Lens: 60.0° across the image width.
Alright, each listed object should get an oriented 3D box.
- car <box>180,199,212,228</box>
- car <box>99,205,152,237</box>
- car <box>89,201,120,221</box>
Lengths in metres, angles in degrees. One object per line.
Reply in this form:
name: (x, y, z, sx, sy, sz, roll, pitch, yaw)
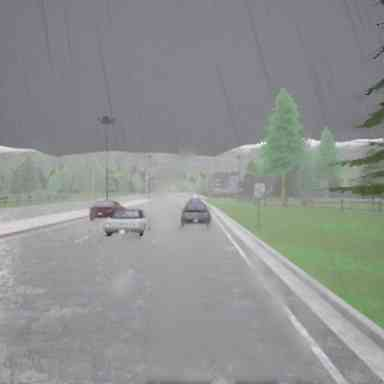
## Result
car: (0.248, 1.459, 21.735, 2.128, 1.511, 4.902, 0, 0, 0)
car: (-3.281, 1.569, 17.937, 1.895, 1.301, 4.718, 0, 0, 0)
car: (-6.717, 1.427, 26.797, 1.882, 1.535, 5.008, 0, 0, 0)
